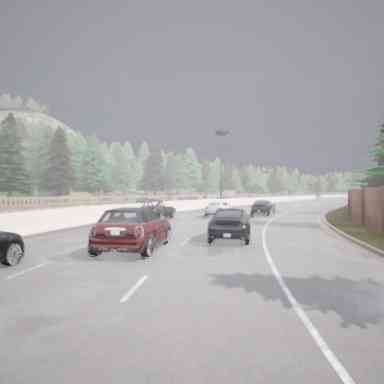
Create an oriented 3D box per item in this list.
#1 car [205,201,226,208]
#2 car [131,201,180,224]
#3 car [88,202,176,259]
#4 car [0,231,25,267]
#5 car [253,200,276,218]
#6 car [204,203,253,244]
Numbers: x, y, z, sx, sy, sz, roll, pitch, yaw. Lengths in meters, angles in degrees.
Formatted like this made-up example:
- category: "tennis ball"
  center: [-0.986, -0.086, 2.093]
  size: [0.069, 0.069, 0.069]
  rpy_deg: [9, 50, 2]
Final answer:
- category: "car"
  center: [2.508, 1.556, 31.025]
  size: [1.812, 1.442, 4.674]
  rpy_deg: [0, 0, 20]
- category: "car"
  center: [-2.747, 1.496, 26.287]
  size: [2.128, 1.511, 4.902]
  rpy_deg: [0, 0, 16]
- category: "car"
  center: [-2.197, 1.351, 12.928]
  size: [2.097, 1.767, 4.553]
  rpy_deg: [0, 0, 8]
- category: "car"
  center: [-6.298, 1.469, 8.502]
  size: [2.128, 1.511, 4.902]
  rpy_deg: [0, 0, 5]
- category: "car"
  center: [7.140, 1.557, 33.193]
  size: [1.837, 1.490, 4.892]
  rpy_deg: [0, 0, 22]
- category: "car"
  center: [1.877, 1.523, 15.980]
  size: [1.837, 1.490, 4.892]
  rpy_deg: [0, 0, 10]
